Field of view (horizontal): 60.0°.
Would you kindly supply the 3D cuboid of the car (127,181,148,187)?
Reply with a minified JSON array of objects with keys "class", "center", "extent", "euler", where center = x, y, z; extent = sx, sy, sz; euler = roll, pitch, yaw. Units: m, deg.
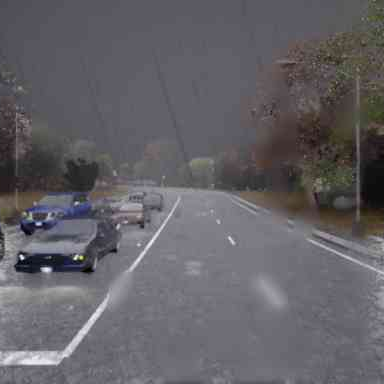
[{"class":"car","center":[-15.467,-2.183,93.683],"extent":[1.837,1.490,4.892],"euler":[0,3,-45]}]

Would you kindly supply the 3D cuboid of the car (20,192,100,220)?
[{"class":"car","center":[-7.091,1.057,18.197],"extent":[2.150,2.045,5.566],"euler":[0,1,1]}]

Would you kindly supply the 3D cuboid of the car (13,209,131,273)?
[{"class":"car","center":[-3.597,1.513,10.872],"extent":[2.033,1.411,5.357],"euler":[0,1,0]}]

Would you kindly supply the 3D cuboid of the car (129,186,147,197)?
[{"class":"car","center":[-7.004,0.357,43.902],"extent":[1.994,1.385,4.181],"euler":[0,3,0]}]

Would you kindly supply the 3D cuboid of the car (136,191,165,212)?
[{"class":"car","center":[-3.555,0.922,30.574],"extent":[1.837,1.490,4.892],"euler":[0,3,1]}]

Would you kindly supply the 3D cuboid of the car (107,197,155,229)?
[{"class":"car","center":[-3.583,1.307,20.403],"extent":[1.812,1.442,4.674],"euler":[0,2,0]}]

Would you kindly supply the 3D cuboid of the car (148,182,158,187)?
[{"class":"car","center":[-11.462,-2.087,94.415],"extent":[1.837,1.490,4.892],"euler":[0,3,-40]}]

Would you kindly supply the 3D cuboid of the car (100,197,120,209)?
[{"class":"car","center":[-7.067,1.105,28.510],"extent":[1.895,1.301,4.718],"euler":[0,2,0]}]

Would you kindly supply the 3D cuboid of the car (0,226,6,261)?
[{"class":"car","center":[-7.137,1.338,8.876],"extent":[2.097,1.767,4.553],"euler":[0,0,1]}]
